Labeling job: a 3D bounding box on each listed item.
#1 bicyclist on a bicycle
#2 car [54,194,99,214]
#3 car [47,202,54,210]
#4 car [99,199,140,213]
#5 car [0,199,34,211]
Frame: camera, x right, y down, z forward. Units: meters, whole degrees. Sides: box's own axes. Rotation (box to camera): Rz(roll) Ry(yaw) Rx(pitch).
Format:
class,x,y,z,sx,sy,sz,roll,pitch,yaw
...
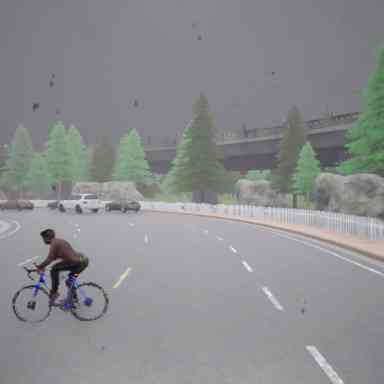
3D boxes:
class,x,y,z,sx,sy,sz,roll,pitch,yaw
bicyclist on a bicycle,-2.284,1.455,5.721,1.656,1.620,0.582,-2,0,-1
car,-12.211,1.221,35.889,5.566,2.045,2.150,0,0,39
car,-16.006,1.547,42.434,5.357,1.411,2.033,0,0,27
car,-7.631,1.491,36.284,2.128,1.511,4.902,0,0,-45
car,-21.565,1.564,40.854,4.181,1.385,1.994,0,0,20
